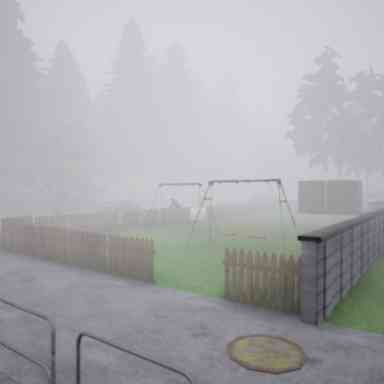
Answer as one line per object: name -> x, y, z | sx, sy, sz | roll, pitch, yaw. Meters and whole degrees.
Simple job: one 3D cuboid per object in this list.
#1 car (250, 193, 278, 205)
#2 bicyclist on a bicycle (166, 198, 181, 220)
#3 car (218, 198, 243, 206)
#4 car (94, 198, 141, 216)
car -> 10.516, 1.122, 48.548 | 2.150, 2.045, 5.566 | 0, -1, 38
bicyclist on a bicycle -> -1.340, 1.274, 24.843 | 1.656, 1.620, 0.582 | 0, 0, 36
car -> 5.691, 1.486, 48.989 | 1.895, 1.301, 4.718 | 0, 0, 36
car -> -6.964, 1.388, 31.415 | 1.837, 1.490, 4.892 | 0, 0, 36
